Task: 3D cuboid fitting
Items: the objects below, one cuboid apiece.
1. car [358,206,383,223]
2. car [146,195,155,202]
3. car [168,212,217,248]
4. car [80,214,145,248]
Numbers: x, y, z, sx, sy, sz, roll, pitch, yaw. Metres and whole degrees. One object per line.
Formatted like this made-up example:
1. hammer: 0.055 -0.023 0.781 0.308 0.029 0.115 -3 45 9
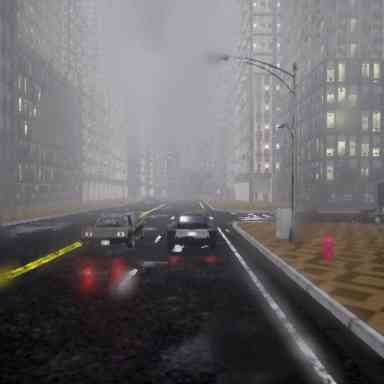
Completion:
1. car: 15.921 1.819 27.113 4.403 1.369 2.008 1 0 -1
2. car: -9.749 1.514 78.508 2.033 1.411 5.357 0 0 0
3. car: 0.000 1.568 14.653 1.994 1.385 4.181 0 0 0
4. car: -3.250 1.612 14.683 1.895 1.301 4.718 0 0 0
